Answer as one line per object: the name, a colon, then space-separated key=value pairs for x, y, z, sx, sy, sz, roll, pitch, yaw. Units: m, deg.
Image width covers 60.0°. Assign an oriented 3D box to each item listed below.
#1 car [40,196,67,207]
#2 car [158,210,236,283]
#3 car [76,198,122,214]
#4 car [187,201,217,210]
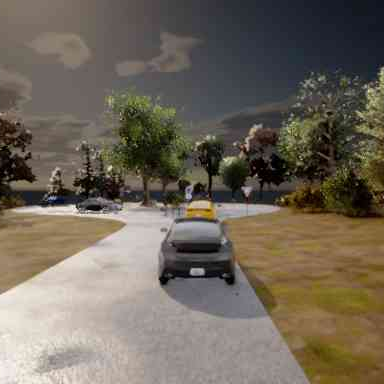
car: x=-19.597 y=1.289 z=47.221 sx=1.882 sy=1.535 sz=5.008 roll=-1 pitch=0 yaw=6
car: x=0.112 y=1.465 z=9.542 sx=1.837 sy=1.490 sz=4.892 roll=0 pitch=0 yaw=0
car: x=-9.431 y=1.358 z=33.648 sx=4.902 sy=1.511 sz=2.128 roll=0 pitch=1 yaw=21
car: x=0.746 y=1.383 z=24.132 sx=1.882 sy=1.535 sz=5.008 roll=0 pitch=0 yaw=7
